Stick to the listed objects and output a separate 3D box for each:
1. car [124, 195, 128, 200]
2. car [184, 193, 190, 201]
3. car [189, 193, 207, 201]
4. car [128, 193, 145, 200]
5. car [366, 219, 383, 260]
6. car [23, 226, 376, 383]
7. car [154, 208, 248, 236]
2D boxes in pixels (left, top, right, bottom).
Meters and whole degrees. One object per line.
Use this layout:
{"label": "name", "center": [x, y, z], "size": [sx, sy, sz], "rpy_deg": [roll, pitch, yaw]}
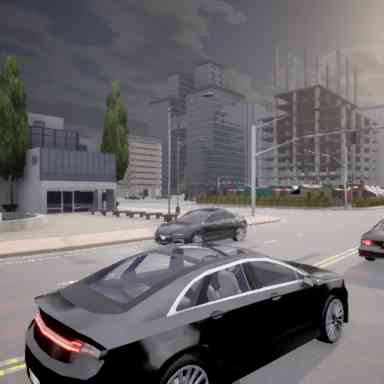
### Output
{"label": "car", "center": [-16.487, 1.153, 92.049], "size": [1.932, 1.855, 4.605], "rpy_deg": [0, 0, 43]}
{"label": "car", "center": [-0.175, 1.156, 76.525], "size": [1.905, 1.878, 3.866], "rpy_deg": [0, 0, 43]}
{"label": "car", "center": [1.916, 1.395, 74.523], "size": [1.970, 1.475, 3.806], "rpy_deg": [0, 0, 43]}
{"label": "car", "center": [-14.426, 1.156, 90.016], "size": [1.905, 1.878, 3.866], "rpy_deg": [0, 0, 43]}
{"label": "car", "center": [7.324, 1.547, 11.326], "size": [2.033, 1.411, 5.357], "rpy_deg": [0, 0, 43]}
{"label": "car", "center": [0.401, 1.491, 4.617], "size": [4.902, 1.511, 2.128], "rpy_deg": [0, 0, -41]}
{"label": "car", "center": [0.547, 1.505, 14.487], "size": [1.837, 1.490, 4.892], "rpy_deg": [0, 0, 43]}
